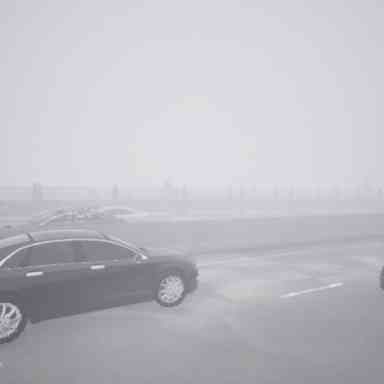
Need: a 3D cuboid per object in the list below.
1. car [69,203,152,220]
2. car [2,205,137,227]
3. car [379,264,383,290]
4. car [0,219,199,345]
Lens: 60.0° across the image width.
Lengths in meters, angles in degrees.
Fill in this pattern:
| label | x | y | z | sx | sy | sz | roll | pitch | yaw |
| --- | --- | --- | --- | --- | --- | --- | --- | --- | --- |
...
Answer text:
| label | x | y | z | sx | sy | sz | roll | pitch | yaw |
| --- | --- | --- | --- | --- | --- | --- | --- | --- | --- |
| car | -4.344 | 1.486 | 17.574 | 4.674 | 1.442 | 1.812 | 0 | 0 | -31 |
| car | -4.990 | 1.452 | 13.048 | 4.902 | 1.511 | 2.128 | 0 | 0 | -32 |
| car | 6.076 | 1.591 | 7.242 | 4.181 | 1.385 | 1.994 | 0 | 0 | -29 |
| car | -2.118 | 1.486 | 6.333 | 4.892 | 1.490 | 1.837 | 0 | 0 | -34 |
